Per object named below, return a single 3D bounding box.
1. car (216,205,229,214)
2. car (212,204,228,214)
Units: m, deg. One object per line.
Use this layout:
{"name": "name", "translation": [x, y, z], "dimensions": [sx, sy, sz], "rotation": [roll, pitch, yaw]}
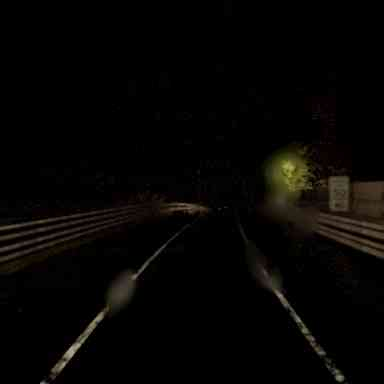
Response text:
{"name": "car", "translation": [5.041, 2.913, 55.174], "dimensions": [1.895, 1.301, 4.718], "rotation": [0, -4, 8]}
{"name": "car", "translation": [3.807, 2.267, 45.135], "dimensions": [1.994, 1.385, 4.181], "rotation": [0, -3, 7]}
